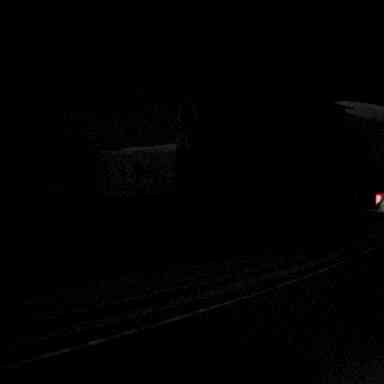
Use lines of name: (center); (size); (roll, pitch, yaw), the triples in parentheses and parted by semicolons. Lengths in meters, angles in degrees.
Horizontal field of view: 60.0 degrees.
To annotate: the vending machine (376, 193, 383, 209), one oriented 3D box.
vending machine: (24.724, 1.177, 43.243); (1.100, 2.100, 0.880); (0, 0, -15)
